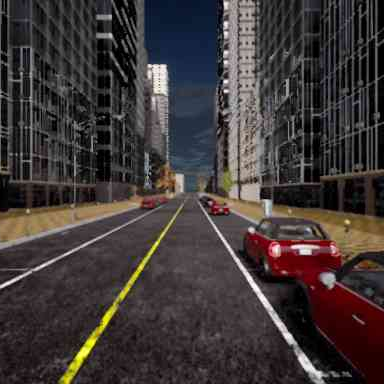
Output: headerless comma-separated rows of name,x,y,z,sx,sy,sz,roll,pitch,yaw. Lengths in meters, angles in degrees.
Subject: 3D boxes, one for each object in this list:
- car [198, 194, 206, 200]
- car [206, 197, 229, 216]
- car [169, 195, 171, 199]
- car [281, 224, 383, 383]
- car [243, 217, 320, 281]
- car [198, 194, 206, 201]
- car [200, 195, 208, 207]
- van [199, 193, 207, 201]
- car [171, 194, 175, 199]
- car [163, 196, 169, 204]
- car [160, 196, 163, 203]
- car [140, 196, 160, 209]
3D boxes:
car,2.589,1.489,61.020,1.947,1.339,4.313,0,0,0
car,2.637,1.517,32.559,1.887,1.381,4.507,0,0,0
car,-5.801,1.477,66.707,1.947,1.339,4.313,0,0,0
car,2.684,1.438,4.096,1.967,1.590,4.097,0,0,0
car,2.675,1.434,9.788,1.967,1.590,4.097,0,0,0
car,2.551,1.312,83.789,1.967,1.590,4.097,0,0,0
car,2.608,1.511,49.636,1.947,1.339,4.313,0,0,0
van,2.561,1.227,78.098,1.690,1.788,3.998,0,0,0
car,-5.848,1.366,94.999,1.752,1.417,4.829,0,0,0
car,-5.791,1.468,61.014,1.887,1.381,4.507,0,0,0
car,-5.773,1.526,49.629,1.802,1.307,4.206,0,0,0
car,-5.763,1.499,43.936,1.887,1.381,4.507,0,0,0
